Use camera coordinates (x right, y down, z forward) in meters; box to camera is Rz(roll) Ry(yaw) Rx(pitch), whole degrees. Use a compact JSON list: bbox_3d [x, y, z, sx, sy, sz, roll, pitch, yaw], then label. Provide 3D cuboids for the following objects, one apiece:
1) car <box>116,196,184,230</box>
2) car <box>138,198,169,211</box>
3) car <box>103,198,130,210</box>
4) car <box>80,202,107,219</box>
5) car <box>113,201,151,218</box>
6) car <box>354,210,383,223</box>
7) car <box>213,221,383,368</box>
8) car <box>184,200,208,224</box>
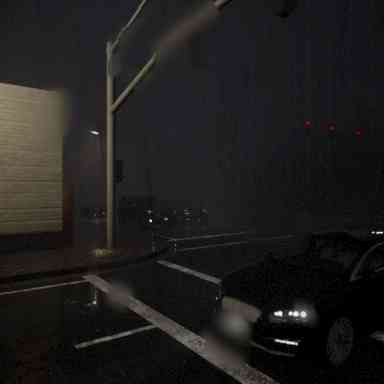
[{"bbox_3d":[-3.165,1.277,22.295,2.150,2.045,5.566,0,0,-36],"label":"car"},{"bbox_3d":[-5.069,1.560,43.333,1.837,1.490,4.892,0,0,-36],"label":"car"},{"bbox_3d":[-10.205,1.581,44.445,1.812,1.442,4.674,0,0,-36],"label":"car"},{"bbox_3d":[-8.635,1.619,29.959,1.994,1.385,4.181,0,0,-35],"label":"car"},{"bbox_3d":[-5.822,1.619,32.036,1.994,1.385,4.181,0,0,-35],"label":"car"},{"bbox_3d":[8.313,1.522,14.227,4.902,1.511,2.128,0,0,-36],"label":"car"},{"bbox_3d":[2.577,1.504,5.833,4.902,1.511,2.128,1,0,-36],"label":"car"},{"bbox_3d":[-0.799,1.407,25.010,2.097,1.767,4.553,0,0,-36],"label":"car"}]
